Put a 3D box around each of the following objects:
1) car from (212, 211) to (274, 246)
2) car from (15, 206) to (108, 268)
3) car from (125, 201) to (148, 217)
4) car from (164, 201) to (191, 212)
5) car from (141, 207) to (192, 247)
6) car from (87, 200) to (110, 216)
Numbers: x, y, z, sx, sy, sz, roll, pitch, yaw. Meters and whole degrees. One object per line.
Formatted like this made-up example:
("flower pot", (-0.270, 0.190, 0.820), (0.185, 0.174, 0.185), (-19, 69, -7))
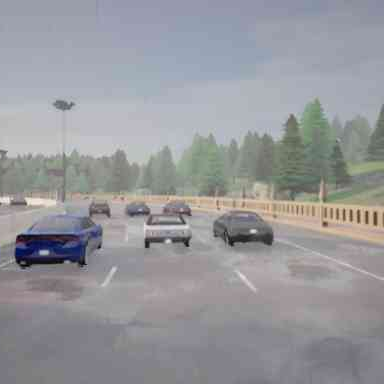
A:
("car", (2.207, 1.549, 15.369), (1.994, 1.385, 4.181), (0, 0, -8))
("car", (-4.299, 1.487, 11.457), (1.882, 1.535, 5.008), (0, 0, -7))
("car", (-5.259, 1.567, 31.804), (1.994, 1.385, 4.181), (0, 0, -18))
("car", (-1.488, 1.554, 31.469), (1.994, 1.385, 4.181), (0, 0, -17))
("car", (-1.231, 1.598, 15.002), (1.895, 1.301, 4.718), (0, 0, -8))
("car", (-8.844, 1.507, 31.531), (2.128, 1.511, 4.902), (0, 0, -18))
